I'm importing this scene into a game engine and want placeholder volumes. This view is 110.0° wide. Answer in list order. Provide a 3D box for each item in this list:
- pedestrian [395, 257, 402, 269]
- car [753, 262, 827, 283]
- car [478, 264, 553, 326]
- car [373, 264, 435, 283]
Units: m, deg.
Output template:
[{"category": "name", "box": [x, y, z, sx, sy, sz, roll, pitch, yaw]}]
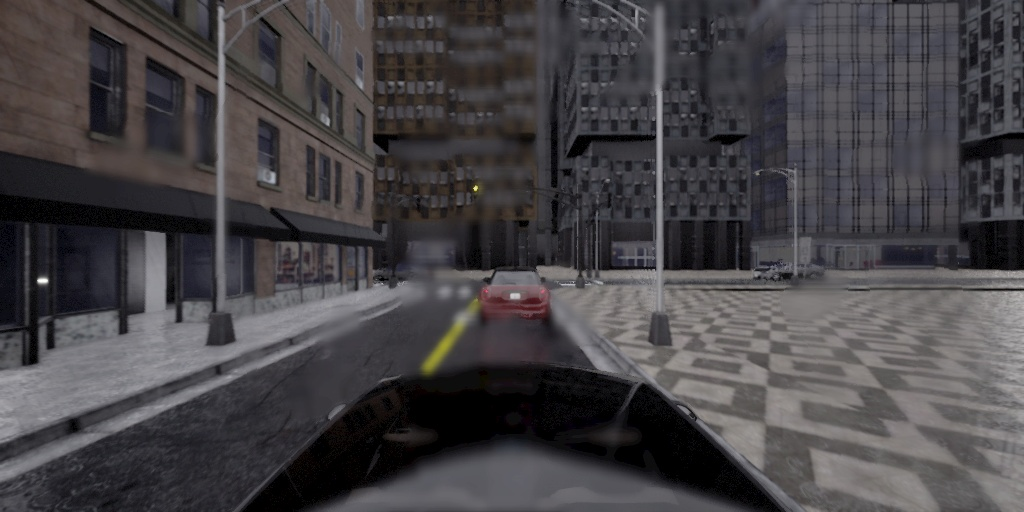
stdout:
[{"category": "pedestrian", "box": [-9.874, 0.941, 30.890, 0.375, 1.860, 0.375, 0, 0, 1]}, {"category": "car", "box": [21.246, 1.244, 27.560, 4.902, 1.511, 2.128, 0, 0, 1]}, {"category": "car", "box": [0.103, 1.116, 11.876, 2.097, 1.767, 4.553, 0, 0, 0]}, {"category": "car", "box": [-8.740, 1.341, 27.899, 5.357, 1.411, 2.033, 0, 0, 1]}]
